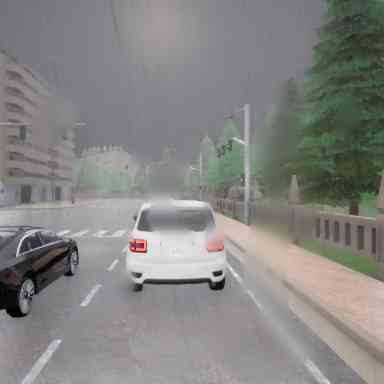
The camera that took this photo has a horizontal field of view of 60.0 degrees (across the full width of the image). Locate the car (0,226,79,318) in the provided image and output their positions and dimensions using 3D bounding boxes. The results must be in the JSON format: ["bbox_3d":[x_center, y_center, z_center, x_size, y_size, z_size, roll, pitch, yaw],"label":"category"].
[{"bbox_3d":[-3.958,1.492,7.355,2.128,1.511,4.902,0,0,-3],"label":"car"}]

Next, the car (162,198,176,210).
[{"bbox_3d":[-3.096,1.526,44.370,1.812,1.442,4.674,0,0,-4],"label":"car"}]

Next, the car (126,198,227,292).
[{"bbox_3d":[-0.464,1.221,9.130,2.150,2.045,5.566,0,0,-4],"label":"car"}]
